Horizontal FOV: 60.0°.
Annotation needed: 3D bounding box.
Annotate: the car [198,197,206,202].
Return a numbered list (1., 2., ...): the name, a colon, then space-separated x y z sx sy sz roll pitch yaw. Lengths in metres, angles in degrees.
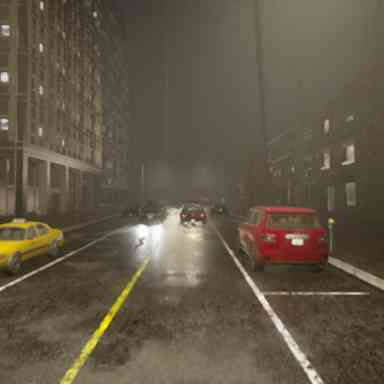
1. car: 2.599 1.941 88.520 1.947 1.339 4.313 1 0 0

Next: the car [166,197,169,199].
1. car: -5.759 1.758 71.871 1.967 1.590 4.097 1 0 0

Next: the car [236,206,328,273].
1. car: 2.693 1.371 10.881 2.192 1.841 5.009 1 0 0

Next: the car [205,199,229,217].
1. car: 2.664 1.724 33.062 1.947 1.339 4.313 1 0 0

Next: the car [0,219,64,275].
1. car: -5.690 1.581 10.698 1.752 1.417 4.829 1 0 0

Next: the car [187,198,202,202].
1. car: 0.048 1.810 45.108 1.895 1.301 4.718 0 0 0

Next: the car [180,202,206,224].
1. car: 0.070 1.726 25.781 1.895 1.301 4.718 0 0 0

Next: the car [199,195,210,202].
1. car: 2.629 1.611 66.339 2.192 1.841 5.009 1 0 0

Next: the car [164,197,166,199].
1. car: -5.743 1.833 55.233 1.802 1.307 4.206 1 0 0

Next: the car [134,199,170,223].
1. car: -3.064 1.624 27.065 2.128 1.511 4.902 0 0 0

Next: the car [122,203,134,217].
1. car: -5.716 1.724 33.050 1.947 1.339 4.313 1 0 0

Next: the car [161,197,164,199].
1. car: -5.736 1.794 49.688 1.947 1.339 4.313 1 0 0

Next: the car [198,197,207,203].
1. car: 2.606 1.922 82.976 1.947 1.339 4.313 1 0 0

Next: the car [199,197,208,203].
1. car: 2.612 1.882 77.431 1.887 1.381 4.507 1 0 0
